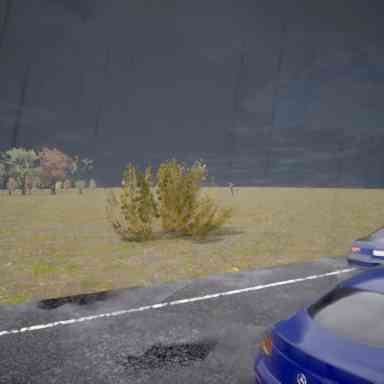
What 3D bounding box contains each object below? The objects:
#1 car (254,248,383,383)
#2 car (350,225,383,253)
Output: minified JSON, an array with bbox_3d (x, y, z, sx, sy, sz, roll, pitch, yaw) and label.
[{"bbox_3d":[2.799,1.526,3.599,4.674,1.442,1.812,0,0,-29],"label":"car"},{"bbox_3d":[6.613,1.549,9.635,5.357,1.411,2.033,0,0,-36],"label":"car"}]
